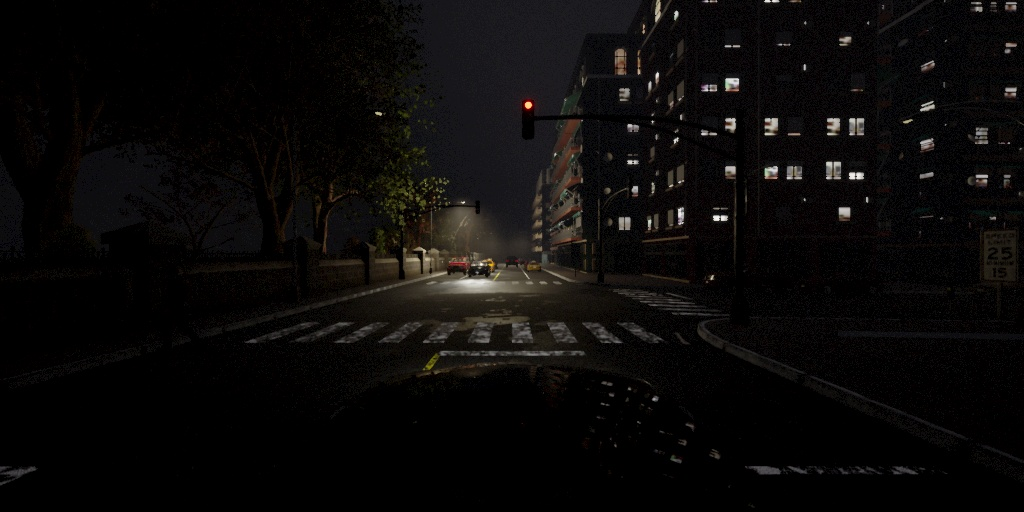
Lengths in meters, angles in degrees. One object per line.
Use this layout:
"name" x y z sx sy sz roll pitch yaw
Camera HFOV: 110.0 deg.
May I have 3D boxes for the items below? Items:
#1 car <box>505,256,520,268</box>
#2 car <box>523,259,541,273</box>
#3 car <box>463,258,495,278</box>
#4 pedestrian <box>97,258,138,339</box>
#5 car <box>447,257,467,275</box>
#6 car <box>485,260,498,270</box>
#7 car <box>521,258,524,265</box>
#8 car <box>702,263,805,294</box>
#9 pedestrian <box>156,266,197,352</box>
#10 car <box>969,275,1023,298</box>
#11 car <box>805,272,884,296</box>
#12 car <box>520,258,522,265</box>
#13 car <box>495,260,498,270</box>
"car" -0.001 0.993 63.751 2.150 2.045 5.566 0 0 0
"car" 2.689 1.283 44.526 1.751 1.417 4.829 0 0 0
"car" -3.088 1.245 34.761 2.128 1.511 4.902 0 0 0
"pedestrian" -8.845 0.891 8.040 0.375 1.860 0.375 0 0 0
"car" -5.691 1.069 38.820 2.192 1.841 5.009 0 0 0
"car" -3.090 1.290 54.440 1.812 1.442 4.674 0 0 0
"car" 2.689 1.306 49.891 1.888 1.381 4.507 0 0 0
"car" 14.598 1.338 22.236 5.009 1.841 2.192 0 0 0
"pedestrian" -6.913 1.043 7.391 0.375 1.860 0.375 0 0 0
"car" 31.515 1.857 22.290 4.829 1.417 1.751 0 0 0
"car" 20.293 1.671 22.255 4.507 1.381 1.888 0 0 0
"car" 2.689 1.315 55.427 2.007 1.370 4.403 0 0 0
"car" -3.092 1.235 44.262 1.882 1.535 5.008 0 0 0
